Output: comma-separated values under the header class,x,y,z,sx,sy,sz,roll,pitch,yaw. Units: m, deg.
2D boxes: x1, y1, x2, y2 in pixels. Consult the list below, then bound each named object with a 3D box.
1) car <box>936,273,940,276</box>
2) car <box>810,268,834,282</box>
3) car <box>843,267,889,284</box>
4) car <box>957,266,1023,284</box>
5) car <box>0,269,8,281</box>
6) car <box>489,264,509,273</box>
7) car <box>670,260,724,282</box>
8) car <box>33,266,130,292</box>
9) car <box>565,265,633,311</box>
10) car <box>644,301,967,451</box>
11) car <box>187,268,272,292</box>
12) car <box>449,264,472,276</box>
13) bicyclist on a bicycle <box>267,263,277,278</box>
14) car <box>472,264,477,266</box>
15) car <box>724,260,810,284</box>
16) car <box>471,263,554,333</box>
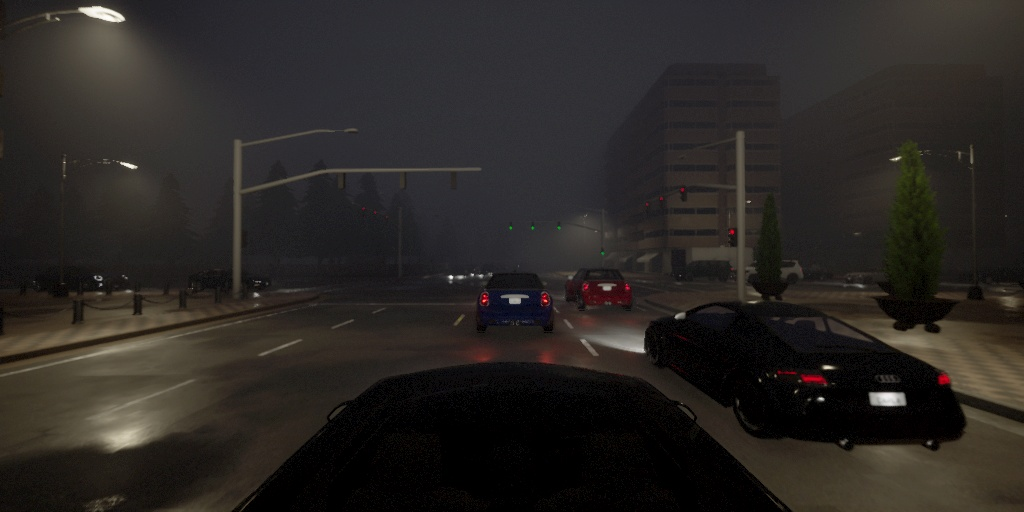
class,x,y,z,sx,sy,sz,roll,pitch,yaw
car,38.184,1.817,34.833,4.718,1.301,1.895,0,-1,0
car,28.138,1.816,34.791,4.718,1.301,1.895,0,-1,0
car,31.767,1.698,31.307,4.674,1.442,1.812,0,-1,0
car,42.091,1.651,31.343,5.008,1.535,1.882,0,-1,0
car,-51.697,1.701,34.390,4.902,1.511,2.128,0,-1,0
car,-2.097,2.022,60.237,2.033,1.411,5.357,0,-1,13
car,18.378,1.437,34.747,5.566,2.045,2.150,0,-1,0
car,-28.425,1.430,23.810,4.553,1.767,2.097,0,-1,0
car,3.597,1.274,15.659,2.097,1.767,4.553,0,-1,0
car,3.600,1.360,5.442,1.994,1.385,4.181,0,-1,0
car,-18.705,1.584,23.857,4.892,1.490,1.837,0,-1,0
car,-6.917,1.873,46.859,1.994,1.385,4.181,0,-1,2
bicyclist on a bicycle,-25.659,1.559,38.306,0.582,1.620,1.656,0,0,0
car,-6.315,1.924,55.748,1.837,1.490,4.892,0,-1,7
car,22.129,1.393,31.267,5.566,2.045,2.150,0,-1,0
car,0.082,1.221,11.426,2.097,1.767,4.553,0,-1,0
